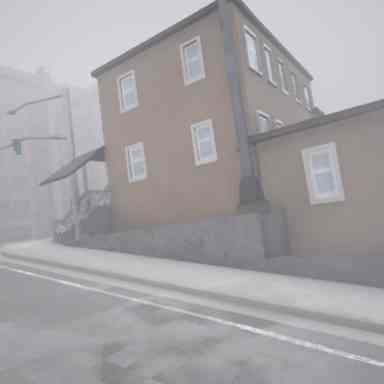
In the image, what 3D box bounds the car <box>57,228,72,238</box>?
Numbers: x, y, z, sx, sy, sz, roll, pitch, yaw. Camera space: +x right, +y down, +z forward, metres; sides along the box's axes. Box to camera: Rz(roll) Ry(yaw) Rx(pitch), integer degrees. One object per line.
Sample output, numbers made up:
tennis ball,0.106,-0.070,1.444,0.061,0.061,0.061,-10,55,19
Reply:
car,-8.680,3.431,27.164,1.895,1.301,4.718,-12,-9,35
